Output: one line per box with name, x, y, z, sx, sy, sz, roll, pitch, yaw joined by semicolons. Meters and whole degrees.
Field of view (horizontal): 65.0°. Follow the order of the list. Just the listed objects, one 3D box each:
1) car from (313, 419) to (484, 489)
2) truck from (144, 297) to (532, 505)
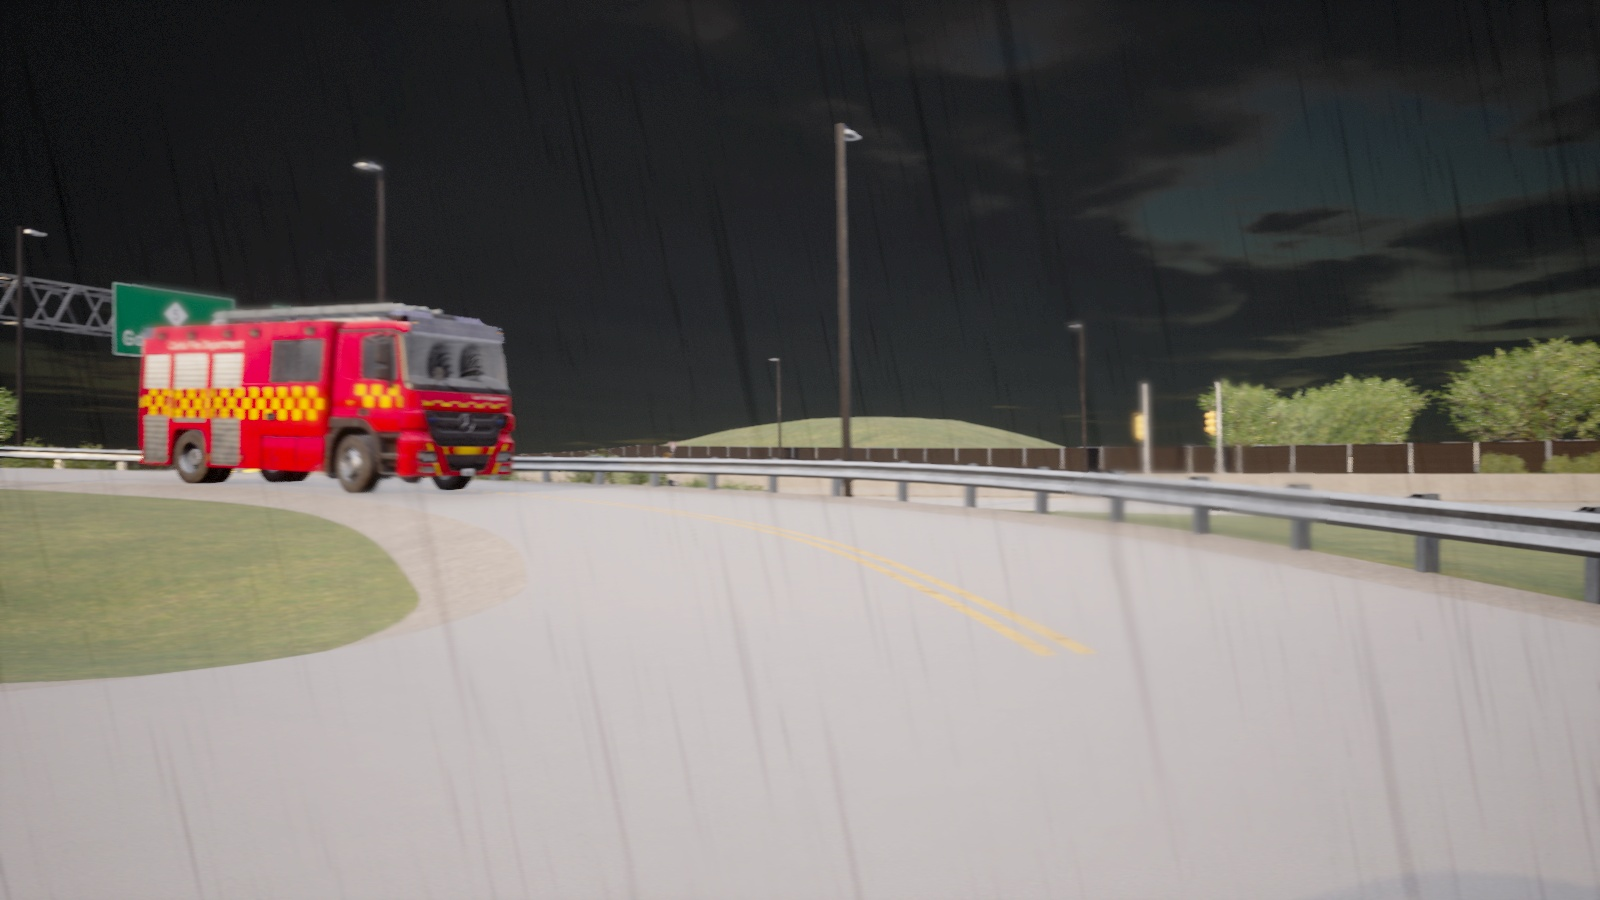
car;-9.895;0.097;30.888;3.988;1.617;1.851;0;0;31
truck;-9.870;-0.946;26.461;8.468;3.827;2.891;1;1;30
